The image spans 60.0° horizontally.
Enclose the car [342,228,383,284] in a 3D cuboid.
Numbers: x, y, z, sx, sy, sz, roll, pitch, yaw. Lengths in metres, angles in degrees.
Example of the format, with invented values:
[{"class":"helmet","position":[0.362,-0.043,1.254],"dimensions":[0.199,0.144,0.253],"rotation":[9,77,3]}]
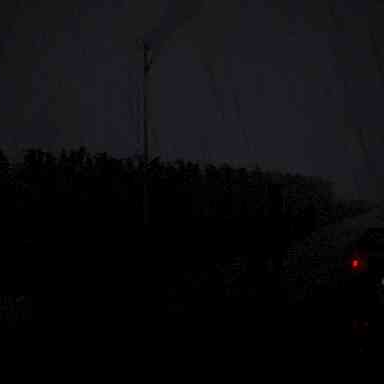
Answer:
[{"class":"car","position":[5.459,1.612,8.835],"dimensions":[1.895,1.301,4.718],"rotation":[0,0,35]}]
